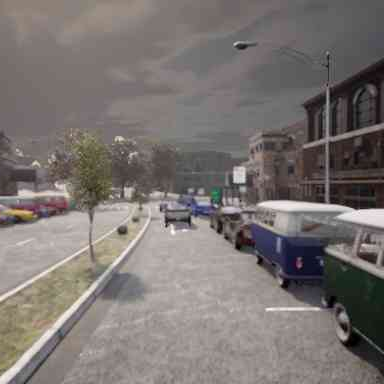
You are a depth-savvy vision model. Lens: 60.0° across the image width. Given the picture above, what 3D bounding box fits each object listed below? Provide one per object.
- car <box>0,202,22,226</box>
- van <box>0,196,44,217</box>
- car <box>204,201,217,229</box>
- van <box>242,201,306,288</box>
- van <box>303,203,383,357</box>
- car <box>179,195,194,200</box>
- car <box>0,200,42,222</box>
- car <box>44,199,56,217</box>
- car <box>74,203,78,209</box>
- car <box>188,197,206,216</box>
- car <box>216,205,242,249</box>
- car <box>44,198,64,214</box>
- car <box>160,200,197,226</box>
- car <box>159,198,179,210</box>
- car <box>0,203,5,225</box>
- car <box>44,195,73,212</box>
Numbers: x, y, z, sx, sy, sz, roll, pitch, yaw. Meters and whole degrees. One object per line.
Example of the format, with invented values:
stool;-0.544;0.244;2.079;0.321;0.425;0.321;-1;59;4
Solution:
car;-14.699;1.657;22.747;4.674;1.452;2.002;0;0;-5
van;-15.399;1.415;28.165;4.442;1.987;1.878;0;0;-7
car;2.197;1.548;20.249;2.097;1.535;5.008;0;0;-4
van;2.830;1.264;9.315;1.878;1.987;4.442;0;0;-1
van;2.989;1.249;3.779;1.878;1.987;4.442;0;0;0
car;-0.832;1.360;45.434;2.150;2.045;5.566;0;0;-7
car;-14.791;1.625;25.482;5.366;1.575;1.946;0;0;-6
car;-15.610;1.688;30.871;4.674;1.452;2.002;0;0;-7
car;-17.196;1.534;41.600;4.553;1.767;2.185;0;0;-8
car;0.964;1.588;31.821;1.882;1.535;5.008;0;0;-6
car;2.576;1.550;14.769;2.163;1.488;4.792;0;0;-3
car;-15.929;1.684;33.468;4.792;1.488;2.163;0;0;-7
car;-1.114;1.586;24.290;2.128;1.511;4.902;0;0;-5
car;-3.134;1.744;41.437;1.895;1.301;4.718;0;0;-8
car;-14.417;1.632;20.031;4.792;1.488;2.163;0;0;-5
car;-16.377;1.408;36.159;5.566;2.045;2.435;0;0;-8
